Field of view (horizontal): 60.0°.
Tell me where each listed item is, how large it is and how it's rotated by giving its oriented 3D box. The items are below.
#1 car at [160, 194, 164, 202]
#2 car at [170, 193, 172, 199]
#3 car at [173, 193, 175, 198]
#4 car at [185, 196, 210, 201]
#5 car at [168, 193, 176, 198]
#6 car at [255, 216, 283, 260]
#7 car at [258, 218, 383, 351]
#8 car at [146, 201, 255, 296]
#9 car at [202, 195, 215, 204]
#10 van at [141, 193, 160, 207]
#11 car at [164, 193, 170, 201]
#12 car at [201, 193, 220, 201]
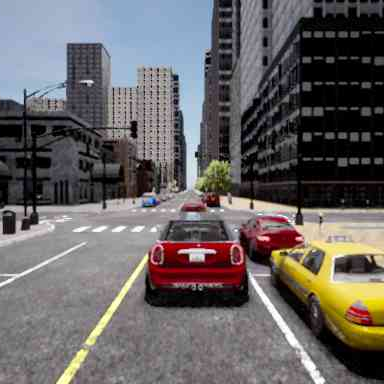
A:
[{"bbox_3d":[-5.696,1.136,49.721,1.967,1.590,4.097,0,0,0],"label":"car"},{"bbox_3d":[-5.697,1.162,66.293,2.008,1.369,4.403,0,0,0],"label":"car"},{"bbox_3d":[-5.699,1.060,82.695,1.752,1.417,4.829,0,0,0],"label":"car"},{"bbox_3d":[0.102,1.311,25.047,1.882,1.535,5.008,0,0,0],"label":"car"},{"bbox_3d":[-5.699,1.036,93.914,2.008,1.369,4.403,0,0,0],"label":"car"},{"bbox_3d":[2.688,1.498,11.814,1.802,1.307,4.206,0,0,0],"label":"car"},{"bbox_3d":[2.688,1.479,6.321,1.752,1.417,4.829,0,0,0],"label":"car"},{"bbox_3d":[0.100,1.290,8.637,2.097,1.767,4.553,0,0,0],"label":"car"},{"bbox_3d":[2.684,1.211,55.249,1.887,1.381,4.507,0,0,0],"label":"car"},{"bbox_3d":[-5.695,1.067,44.197,1.690,1.788,3.998,0,0,0],"label":"van"},{"bbox_3d":[-5.697,1.078,60.770,1.967,1.590,4.097,0,0,0],"label":"car"},{"bbox_3d":[2.684,1.041,44.200,2.192,1.841,5.009,0,0,0],"label":"car"}]
